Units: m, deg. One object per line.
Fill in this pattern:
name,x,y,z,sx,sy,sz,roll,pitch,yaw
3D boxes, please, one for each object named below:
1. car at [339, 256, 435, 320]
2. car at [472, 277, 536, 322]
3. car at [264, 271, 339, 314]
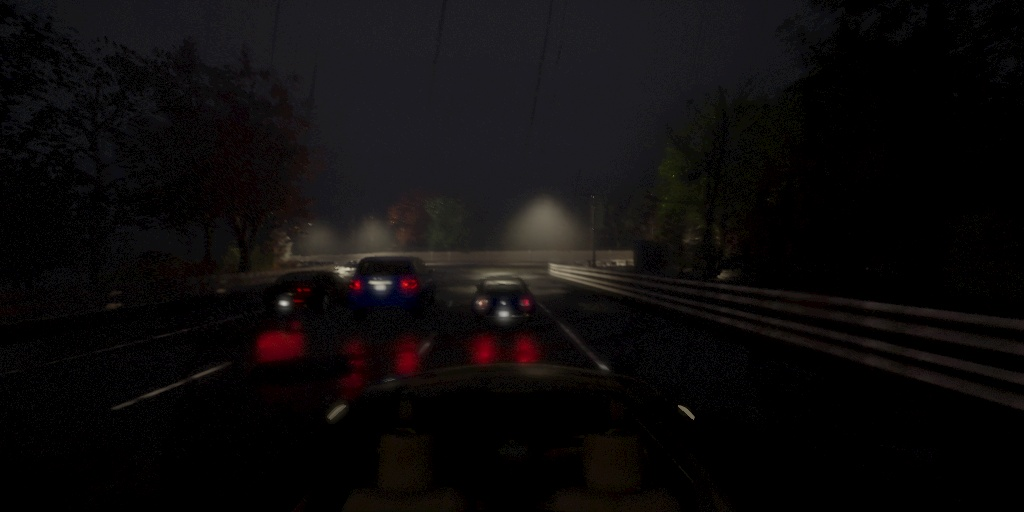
car,-4.160,1.036,13.234,2.150,2.045,5.566,0,0,-6
car,-0.324,1.394,12.532,1.895,1.301,4.718,0,0,-3
car,-7.839,1.341,14.331,1.837,1.490,4.892,0,0,-7
